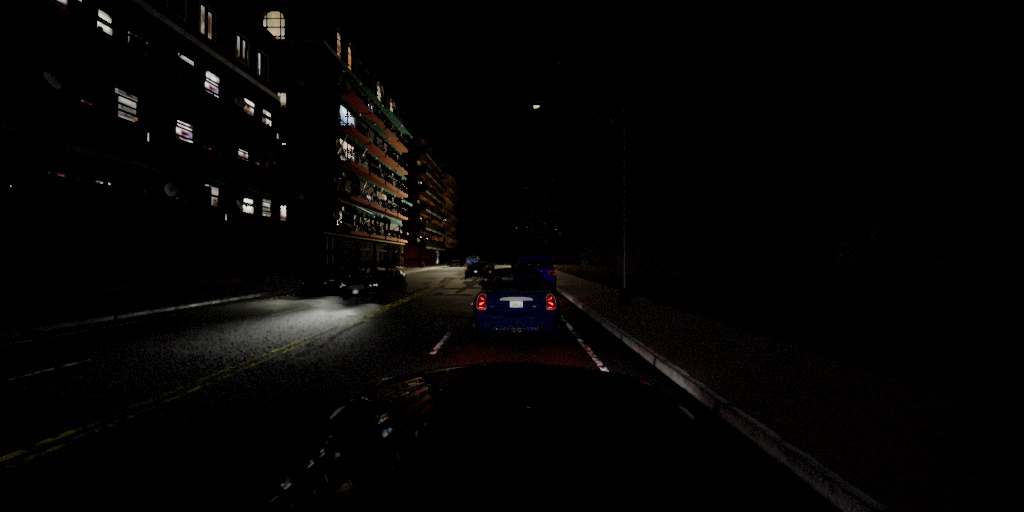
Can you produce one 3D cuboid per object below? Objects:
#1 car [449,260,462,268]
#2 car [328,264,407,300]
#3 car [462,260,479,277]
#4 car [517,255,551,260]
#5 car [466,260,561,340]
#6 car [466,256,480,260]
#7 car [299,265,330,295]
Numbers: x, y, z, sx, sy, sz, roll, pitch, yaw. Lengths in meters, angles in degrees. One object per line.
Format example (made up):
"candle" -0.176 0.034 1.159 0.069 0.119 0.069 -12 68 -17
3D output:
"car" -9.805 1.314 63.173 1.994 1.385 4.181 0 0 0
"car" -6.601 1.244 17.568 2.128 1.511 4.902 0 0 0
"car" -3.148 1.314 33.045 1.994 1.385 4.181 0 0 0
"car" 1.137 0.977 19.747 2.150 2.045 5.566 0 0 0
"car" 0.098 1.103 10.172 2.097 1.767 4.553 0 0 0
"car" -6.569 0.975 61.037 2.150 2.045 5.566 0 0 0
"car" -9.850 1.230 20.186 1.882 1.535 5.008 0 0 0
